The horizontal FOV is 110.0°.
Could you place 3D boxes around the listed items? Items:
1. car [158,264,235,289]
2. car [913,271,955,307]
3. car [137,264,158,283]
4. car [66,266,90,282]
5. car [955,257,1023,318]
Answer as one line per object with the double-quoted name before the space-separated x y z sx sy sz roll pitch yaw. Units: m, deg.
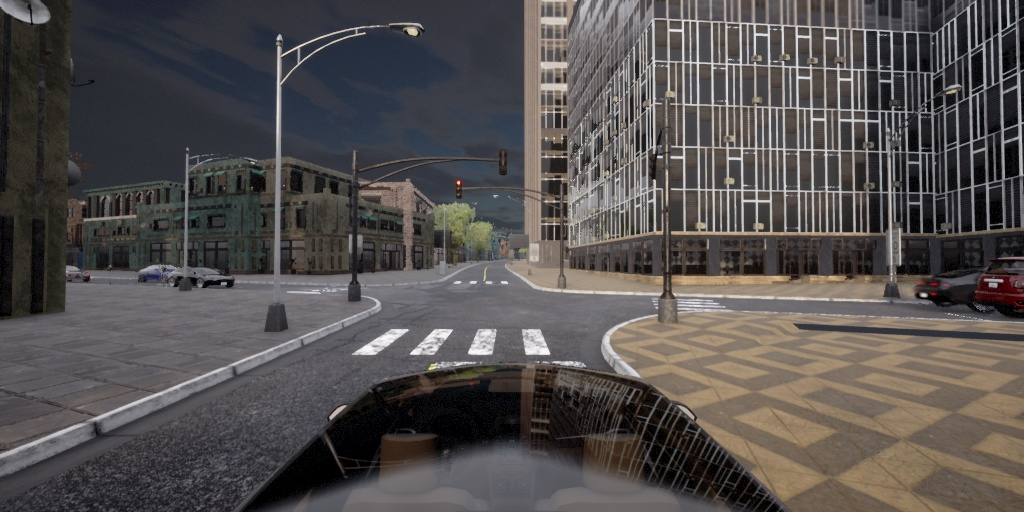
"car" -19.653 1.325 22.632 4.313 1.339 1.948 0 0 20
"car" 17.215 1.163 12.202 4.892 1.490 1.837 0 -1 20
"car" -26.941 1.363 27.973 4.674 1.442 1.812 0 -1 20
"car" -35.317 1.404 28.227 4.207 1.307 1.802 0 0 20
"car" 16.301 0.923 9.654 5.009 1.841 2.192 0 0 20
